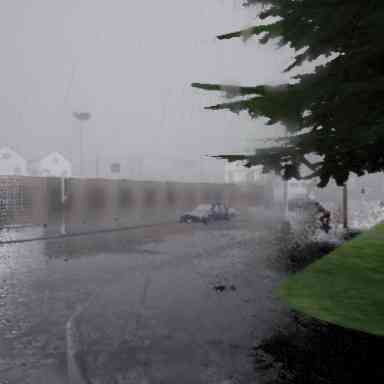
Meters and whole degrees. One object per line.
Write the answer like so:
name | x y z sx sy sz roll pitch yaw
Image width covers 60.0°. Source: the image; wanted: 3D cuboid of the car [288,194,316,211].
car | 13.818 1.225 41.548 2.150 2.045 5.566 0 0 36

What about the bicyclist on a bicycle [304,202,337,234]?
bicyclist on a bicycle | 6.590 1.352 17.154 1.656 1.620 0.582 0 0 36

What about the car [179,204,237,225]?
car | 1.348 1.555 24.263 2.033 1.411 5.357 0 0 36
